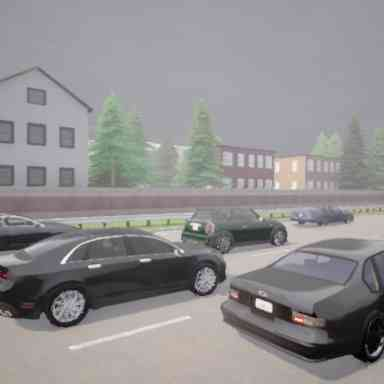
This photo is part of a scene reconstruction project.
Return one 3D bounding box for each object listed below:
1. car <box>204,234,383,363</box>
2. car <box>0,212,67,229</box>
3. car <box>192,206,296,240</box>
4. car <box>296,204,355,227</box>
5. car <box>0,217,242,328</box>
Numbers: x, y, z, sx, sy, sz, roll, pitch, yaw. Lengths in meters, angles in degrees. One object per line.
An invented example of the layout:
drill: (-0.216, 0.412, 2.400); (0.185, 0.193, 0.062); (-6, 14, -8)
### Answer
car: (2.999, 1.555, 5.885); (5.357, 1.411, 2.033); (0, 0, -35)
car: (-6.548, 1.494, 11.980); (4.902, 1.511, 2.128); (0, 0, -35)
car: (1.854, 1.363, 13.667); (4.553, 1.767, 2.097); (0, 0, -35)
car: (9.136, 1.572, 23.158); (5.357, 1.411, 2.033); (0, 0, -35)
car: (-1.429, 1.510, 7.030); (4.892, 1.490, 1.837); (0, 0, -35)
